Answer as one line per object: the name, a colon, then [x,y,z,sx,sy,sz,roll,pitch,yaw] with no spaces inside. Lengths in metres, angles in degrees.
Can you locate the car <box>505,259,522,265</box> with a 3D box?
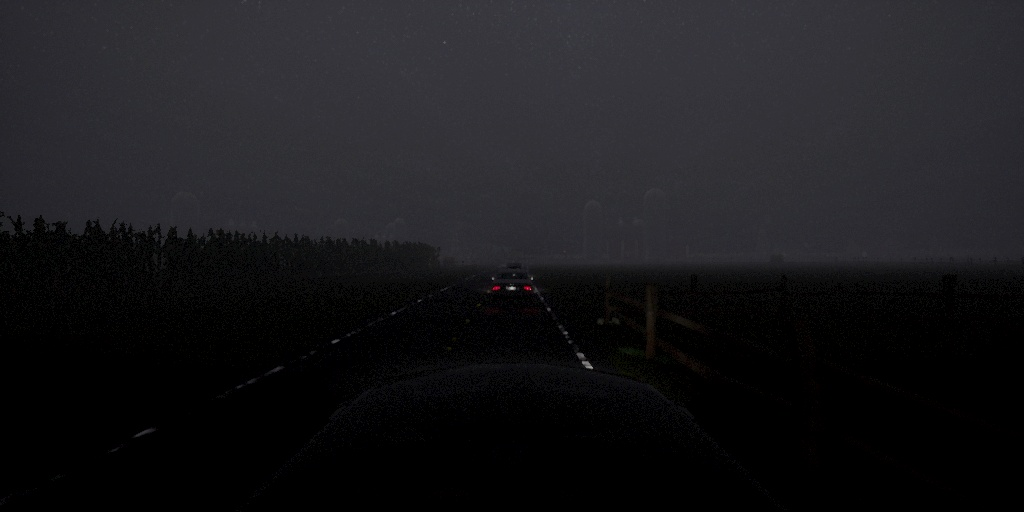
car: [0.214,1.271,31.473,1.837,1.490,4.892,0,0,1]

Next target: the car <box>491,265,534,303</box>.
car: [0.017,1.315,16.494,2.033,1.411,5.357,0,0,0]
